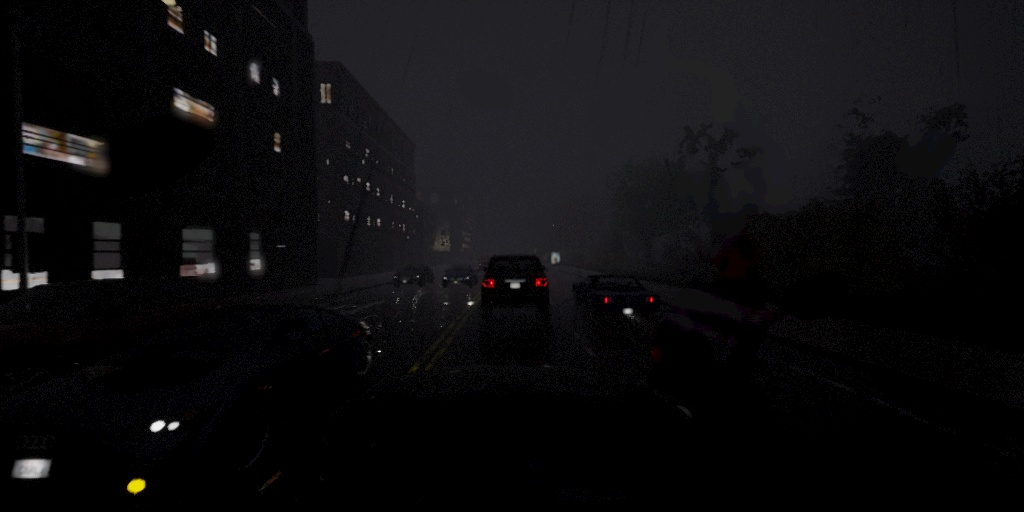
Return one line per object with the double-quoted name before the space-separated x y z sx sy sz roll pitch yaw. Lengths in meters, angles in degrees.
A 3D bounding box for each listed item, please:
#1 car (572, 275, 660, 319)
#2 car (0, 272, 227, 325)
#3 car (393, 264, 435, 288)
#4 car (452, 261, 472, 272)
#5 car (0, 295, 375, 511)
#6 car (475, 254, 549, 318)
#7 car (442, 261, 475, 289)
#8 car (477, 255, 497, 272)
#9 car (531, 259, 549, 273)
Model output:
"car" 3.349 1.294 12.572 1.895 1.301 4.718 -1 0 0
"car" -6.972 1.181 5.928 2.097 1.767 4.553 -1 -1 5
"car" -6.591 1.292 24.453 2.128 1.511 4.902 -1 0 0
"car" -6.475 1.352 47.011 1.895 1.301 4.718 -1 0 0
"car" -3.352 1.325 4.496 1.994 1.385 4.181 0 -1 0
"car" 0.095 0.957 13.189 2.150 2.045 5.566 -1 0 0
"car" -3.342 1.284 23.610 1.812 1.442 4.674 -1 0 0
"car" -3.231 0.914 46.955 2.150 2.045 5.566 -1 0 0
"car" 3.272 1.155 42.572 1.812 1.442 4.674 -1 0 0
